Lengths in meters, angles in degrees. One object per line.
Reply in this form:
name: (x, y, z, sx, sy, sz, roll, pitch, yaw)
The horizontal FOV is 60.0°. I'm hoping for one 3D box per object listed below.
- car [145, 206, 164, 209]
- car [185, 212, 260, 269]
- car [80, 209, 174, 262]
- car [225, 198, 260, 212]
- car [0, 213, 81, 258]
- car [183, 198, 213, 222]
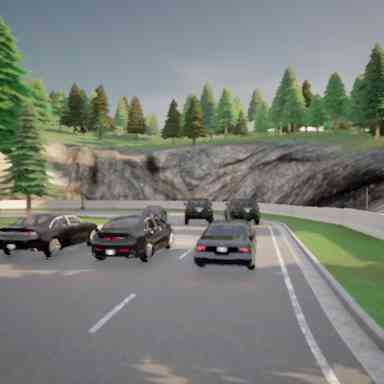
car: (-3.011, 1.790, 26.717, 2.033, 1.411, 5.357, 0, -1, -1)
car: (1.326, 1.661, 11.665, 2.033, 1.411, 5.357, 0, -1, 11)
car: (-2.041, 1.622, 12.660, 1.837, 1.490, 4.892, 0, 0, 12)
car: (3.989, 1.479, 26.824, 2.150, 2.045, 5.566, 0, 0, -1)
car: (-5.472, 1.604, 13.348, 2.128, 1.511, 4.902, 0, 0, 12)
car: (0.491, 1.469, 26.791, 2.150, 2.045, 5.566, 0, 0, -1)
